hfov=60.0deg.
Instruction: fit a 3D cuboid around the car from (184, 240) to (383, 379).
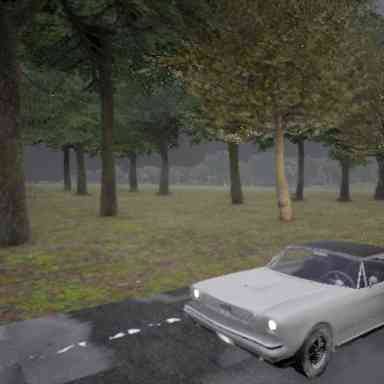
[{"bbox_3d":[2.231,1.573,5.578,4.718,1.301,1.895,0,0,-35],"label":"car"}]
